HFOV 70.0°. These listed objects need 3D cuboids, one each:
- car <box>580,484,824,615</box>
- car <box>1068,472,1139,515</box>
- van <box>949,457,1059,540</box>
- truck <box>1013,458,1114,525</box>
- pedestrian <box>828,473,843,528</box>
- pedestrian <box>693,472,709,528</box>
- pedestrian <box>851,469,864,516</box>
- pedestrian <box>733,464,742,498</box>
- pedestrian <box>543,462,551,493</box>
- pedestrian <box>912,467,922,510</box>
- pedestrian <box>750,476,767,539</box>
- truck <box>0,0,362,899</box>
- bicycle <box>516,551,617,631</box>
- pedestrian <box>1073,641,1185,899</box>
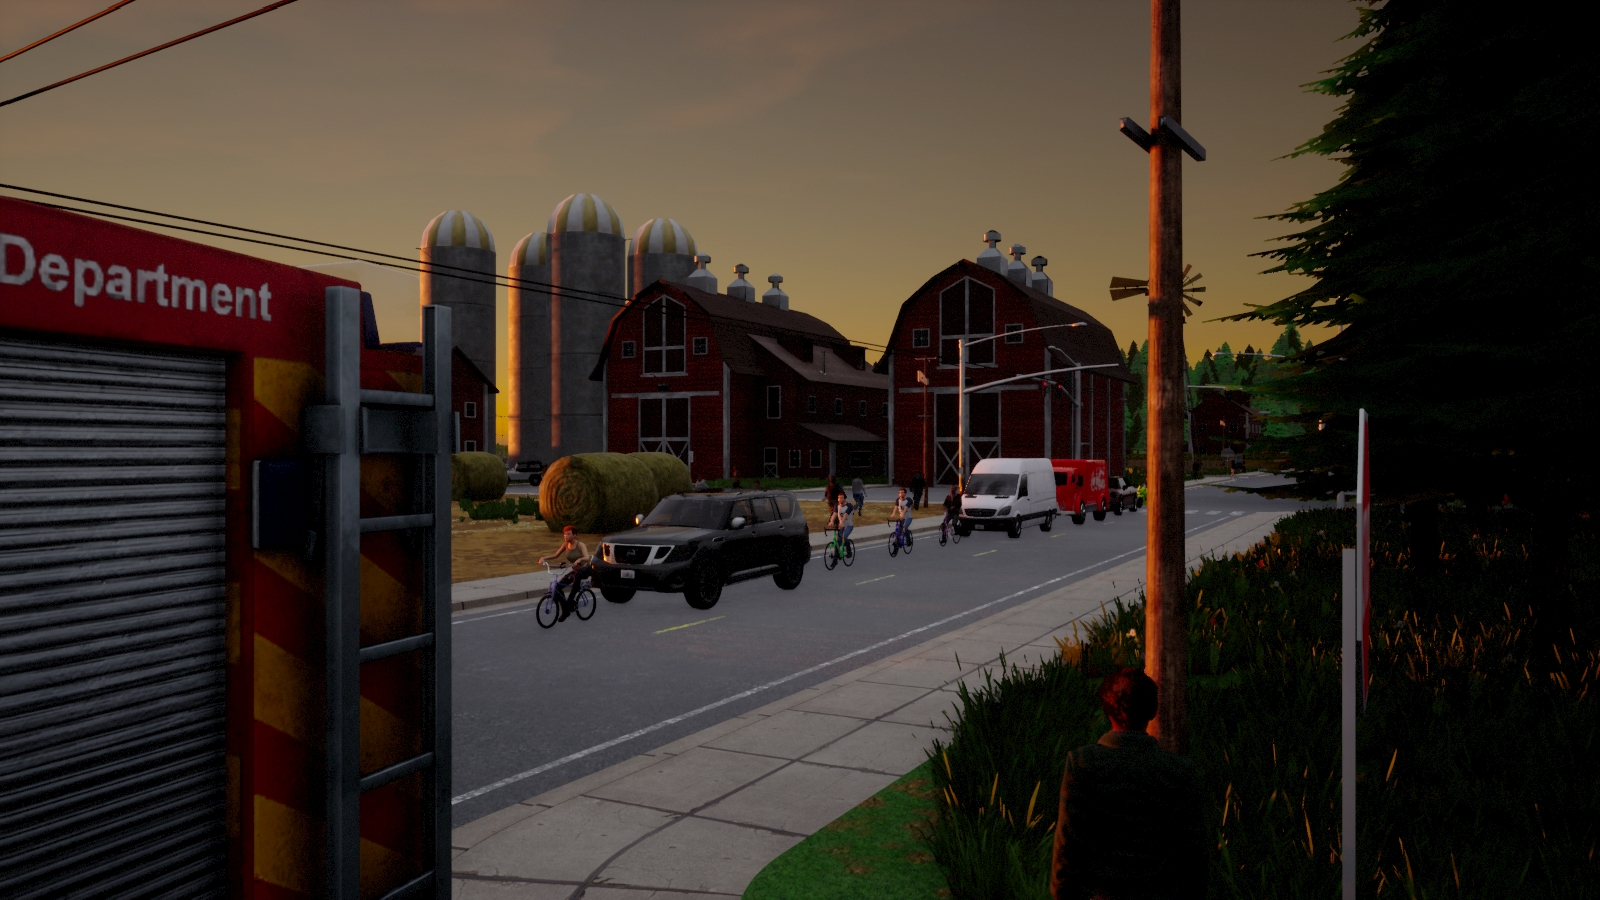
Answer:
[{"bbox_3d":[-1.712,1.779,22.405,2.150,2.045,5.566,0,0,27],"label":"car"},{"bbox_3d":[13.634,1.903,51.212,2.097,1.767,4.553,0,0,28],"label":"car"},{"bbox_3d":[7.054,1.534,38.932,1.988,2.561,5.915,0,0,28],"label":"van"},{"bbox_3d":[10.539,1.568,45.362,2.627,2.467,5.204,0,0,28],"label":"truck"},{"bbox_3d":[1.183,1.693,38.472,0.375,1.860,0.375,0,0,31],"label":"pedestrian"},{"bbox_3d":[-3.337,1.677,38.639,0.375,1.860,0.375,0,0,37],"label":"pedestrian"},{"bbox_3d":[2.296,1.677,45.546,0.375,1.860,0.375,0,0,41],"label":"pedestrian"},{"bbox_3d":[-3.394,1.670,62.280,0.375,1.860,0.375,0,0,29],"label":"pedestrian"},{"bbox_3d":[-15.404,1.672,69.526,0.375,1.860,0.375,0,0,-42],"label":"pedestrian"},{"bbox_3d":[5.098,1.676,49.801,0.375,1.860,0.375,0,0,20],"label":"pedestrian"},{"bbox_3d":[-1.225,1.694,33.773,0.375,1.860,0.375,0,0,35],"label":"pedestrian"},{"bbox_3d":[-5.940,0.867,3.847,8.468,3.827,2.891,0,0,19],"label":"truck"},{"bbox_3d":[-3.778,2.256,18.555,0.859,1.080,1.487,0,0,28],"label":"bicycle"},{"bbox_3d":[1.191,1.663,4.147,0.375,1.860,0.375,0,0,16],"label":"pedestrian"}]
